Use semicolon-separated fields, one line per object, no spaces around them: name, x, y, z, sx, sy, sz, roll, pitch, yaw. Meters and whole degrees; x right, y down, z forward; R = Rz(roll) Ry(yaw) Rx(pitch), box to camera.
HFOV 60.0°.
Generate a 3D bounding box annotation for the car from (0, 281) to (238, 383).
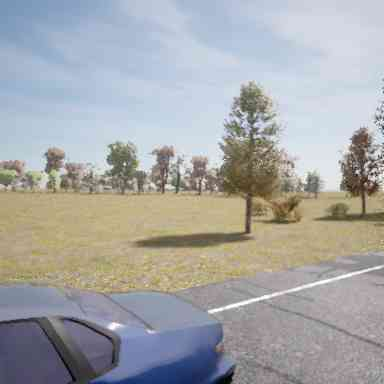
car;-2.114;1.546;2.486;5.357;1.411;2.033;0;0;-35
